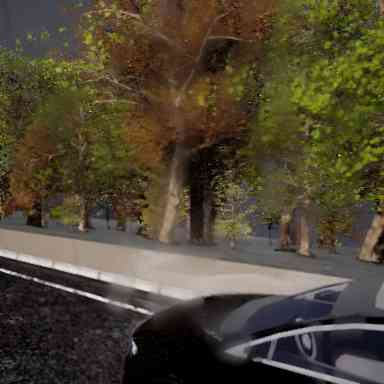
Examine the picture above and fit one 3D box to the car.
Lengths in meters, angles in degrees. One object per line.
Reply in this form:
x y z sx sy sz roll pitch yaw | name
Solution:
1.550 1.491 2.579 4.902 1.511 2.128 0 0 35 | car
